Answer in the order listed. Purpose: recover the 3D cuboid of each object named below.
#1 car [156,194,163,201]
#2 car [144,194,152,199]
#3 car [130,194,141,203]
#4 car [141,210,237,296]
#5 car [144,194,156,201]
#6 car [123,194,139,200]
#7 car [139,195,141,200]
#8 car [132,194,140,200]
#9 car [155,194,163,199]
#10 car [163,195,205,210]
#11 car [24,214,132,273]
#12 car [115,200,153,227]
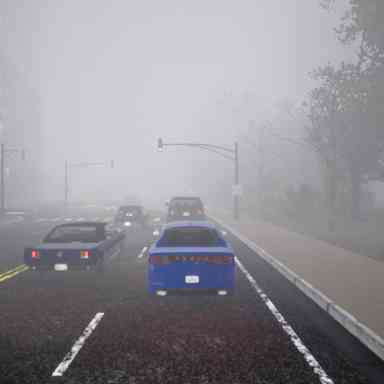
[{"bbox_3d":[-7.403,1.403,83.439,1.882,1.535,5.008,0,0,-10],"label":"car"},{"bbox_3d":[-12.422,1.301,92.799,1.994,1.385,4.181,0,0,-11],"label":"car"},{"bbox_3d":[-11.958,1.307,70.905,2.097,1.767,4.553,0,0,-8],"label":"car"},{"bbox_3d":[-0.049,1.477,8.700,1.882,1.535,5.008,0,0,-1],"label":"car"},{"bbox_3d":[-10.538,1.407,82.508,1.882,1.535,5.008,0,0,-10],"label":"car"},{"bbox_3d":[-9.527,1.503,51.179,1.812,1.442,4.674,0,0,-6],"label":"car"},{"bbox_3d":[-10.656,1.318,60.890,2.097,1.767,4.553,0,0,-7],"label":"car"},{"bbox_3d":[-14.200,1.230,84.547,1.994,1.385,4.181,0,0,-10],"label":"car"},{"bbox_3d":[-9.228,1.223,93.401,1.882,1.535,5.008,0,0,-11],"label":"car"},{"bbox_3d":[-0.411,1.220,19.734,2.150,2.045,5.566,0,0,-2],"label":"car"},{"bbox_3d":[-3.344,1.600,10.597,1.895,1.301,4.718,0,0,-1],"label":"car"},{"bbox_3d":[-3.728,1.503,21.031,1.837,1.490,4.892,0,0,-3],"label":"car"}]
